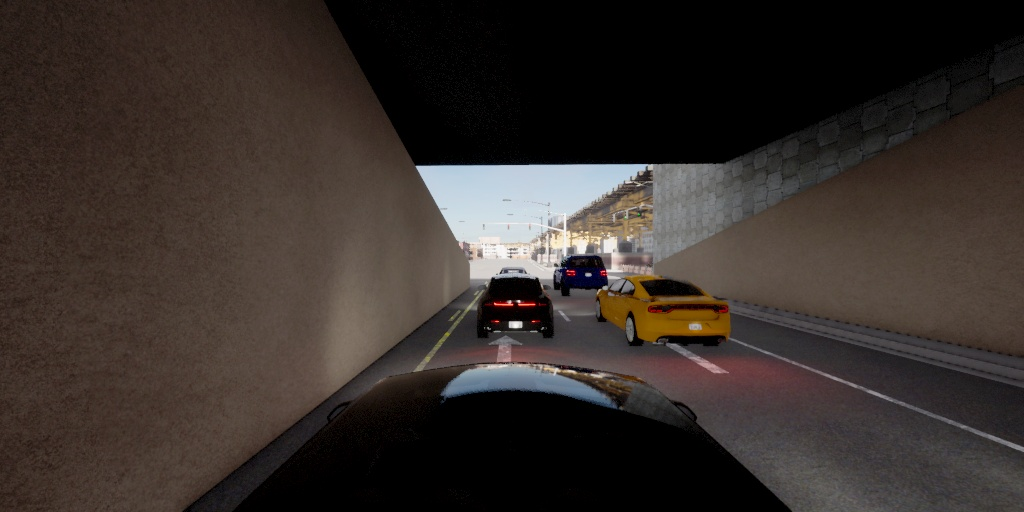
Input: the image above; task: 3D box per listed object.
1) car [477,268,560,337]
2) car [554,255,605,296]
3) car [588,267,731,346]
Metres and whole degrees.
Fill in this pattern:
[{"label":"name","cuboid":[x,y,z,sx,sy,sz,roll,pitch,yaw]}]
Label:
[{"label":"car","cuboid":[0.076,1.255,10.258,1.837,1.490,4.892,0,0,0]},{"label":"car","cuboid":[3.568,0.971,19.429,2.150,2.045,5.566,0,0,0]},{"label":"car","cuboid":[3.574,1.228,9.459,1.882,1.535,5.008,0,0,0]}]
